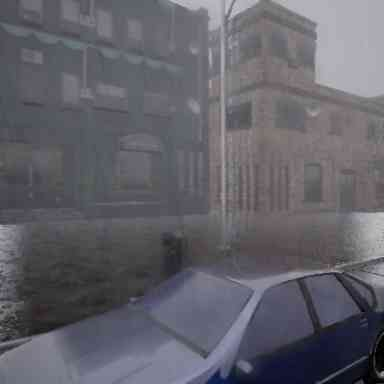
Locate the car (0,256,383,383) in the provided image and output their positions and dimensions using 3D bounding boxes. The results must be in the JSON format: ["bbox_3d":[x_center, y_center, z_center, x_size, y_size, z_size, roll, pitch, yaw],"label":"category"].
[{"bbox_3d":[0.673,1.547,3.858,5.357,1.411,2.033,0,0,-36],"label":"car"}]
